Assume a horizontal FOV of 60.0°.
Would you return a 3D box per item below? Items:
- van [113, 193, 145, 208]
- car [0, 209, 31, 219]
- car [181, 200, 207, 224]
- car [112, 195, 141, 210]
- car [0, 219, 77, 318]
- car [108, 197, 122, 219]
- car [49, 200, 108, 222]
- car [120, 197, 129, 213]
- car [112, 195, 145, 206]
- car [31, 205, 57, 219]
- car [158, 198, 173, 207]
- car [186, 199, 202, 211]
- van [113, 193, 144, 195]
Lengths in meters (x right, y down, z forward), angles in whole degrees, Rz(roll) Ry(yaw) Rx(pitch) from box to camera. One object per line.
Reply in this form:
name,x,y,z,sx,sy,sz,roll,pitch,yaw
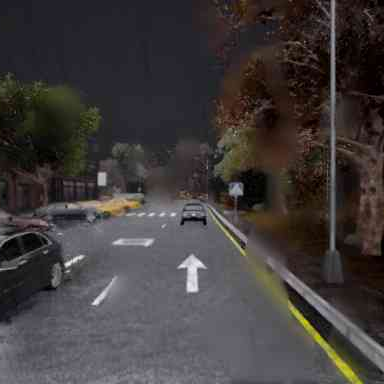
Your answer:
van,-9.256,1.218,48.840,4.442,1.987,1.878,-1,1,-20
car,-9.143,1.524,12.883,4.792,1.488,2.163,-1,0,-20
car,0.132,1.579,24.846,2.033,1.411,5.357,0,0,0
car,-9.275,1.535,39.827,5.366,1.575,1.946,-1,0,-20
car,-3.993,1.507,6.202,1.837,1.490,4.892,0,0,0
car,-8.936,1.516,27.939,5.366,1.575,1.946,-1,0,-20
car,-9.126,1.517,24.875,4.892,1.521,2.231,-1,0,-20
car,-8.931,1.522,30.940,5.366,1.575,1.946,-1,0,-20
car,-9.122,1.510,42.895,5.008,1.535,2.097,-1,0,-20
car,-9.157,1.539,15.874,4.674,1.452,2.002,-1,0,-20
car,-3.831,1.516,49.446,1.994,1.385,4.181,0,1,1
car,0.242,1.624,43.023,1.895,1.301,4.718,0,1,0
van,-9.241,1.252,45.840,4.442,1.987,1.878,-1,1,-20
